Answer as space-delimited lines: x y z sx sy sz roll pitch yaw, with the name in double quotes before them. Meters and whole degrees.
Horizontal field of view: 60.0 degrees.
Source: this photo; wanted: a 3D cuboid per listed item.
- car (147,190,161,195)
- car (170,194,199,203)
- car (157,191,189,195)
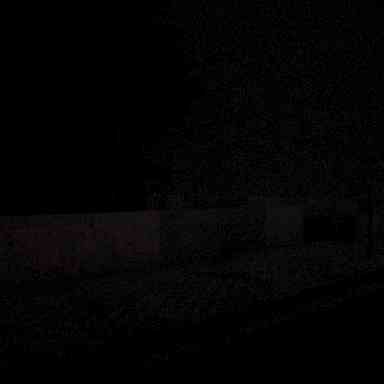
"car" -7.396 0.555 62.085 2.150 2.045 5.566 1 0 -36
"car" -1.327 1.020 53.753 2.033 1.411 5.357 1 0 -35
"car" -2.763 0.962 50.861 2.128 1.511 4.902 1 0 -35
